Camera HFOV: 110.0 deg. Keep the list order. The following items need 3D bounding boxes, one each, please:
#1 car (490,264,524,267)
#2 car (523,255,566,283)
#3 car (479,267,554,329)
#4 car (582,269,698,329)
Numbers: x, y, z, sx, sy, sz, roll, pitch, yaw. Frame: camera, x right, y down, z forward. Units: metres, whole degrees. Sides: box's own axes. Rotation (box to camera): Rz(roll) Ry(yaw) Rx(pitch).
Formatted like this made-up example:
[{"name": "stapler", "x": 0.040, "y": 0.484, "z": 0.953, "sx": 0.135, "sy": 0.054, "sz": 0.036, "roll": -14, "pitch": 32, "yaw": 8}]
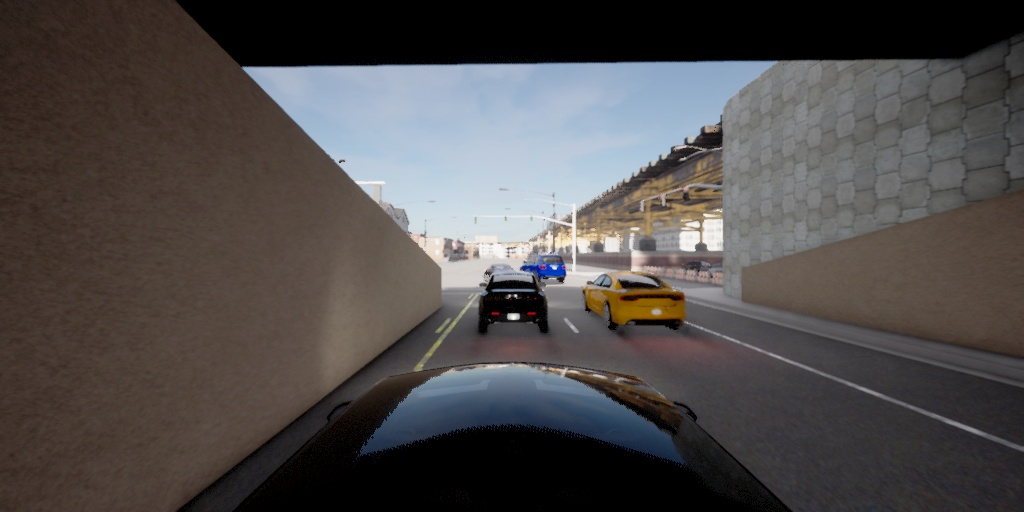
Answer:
[{"name": "car", "x": -0.929, "y": 1.265, "z": 25.817, "sx": 2.033, "sy": 1.411, "sz": 5.357, "roll": 0, "pitch": 0, "yaw": -11}, {"name": "car", "x": 2.209, "y": 0.934, "z": 27.212, "sx": 2.150, "sy": 2.045, "sz": 5.566, "roll": 0, "pitch": 0, "yaw": -15}, {"name": "car", "x": 0.018, "y": 1.240, "z": 11.160, "sx": 1.837, "sy": 1.490, "sz": 4.892, "roll": 0, "pitch": 0, "yaw": 0}, {"name": "car", "x": 3.518, "y": 1.213, "z": 11.247, "sx": 1.882, "sy": 1.535, "sz": 5.008, "roll": 0, "pitch": 0, "yaw": 0}]
